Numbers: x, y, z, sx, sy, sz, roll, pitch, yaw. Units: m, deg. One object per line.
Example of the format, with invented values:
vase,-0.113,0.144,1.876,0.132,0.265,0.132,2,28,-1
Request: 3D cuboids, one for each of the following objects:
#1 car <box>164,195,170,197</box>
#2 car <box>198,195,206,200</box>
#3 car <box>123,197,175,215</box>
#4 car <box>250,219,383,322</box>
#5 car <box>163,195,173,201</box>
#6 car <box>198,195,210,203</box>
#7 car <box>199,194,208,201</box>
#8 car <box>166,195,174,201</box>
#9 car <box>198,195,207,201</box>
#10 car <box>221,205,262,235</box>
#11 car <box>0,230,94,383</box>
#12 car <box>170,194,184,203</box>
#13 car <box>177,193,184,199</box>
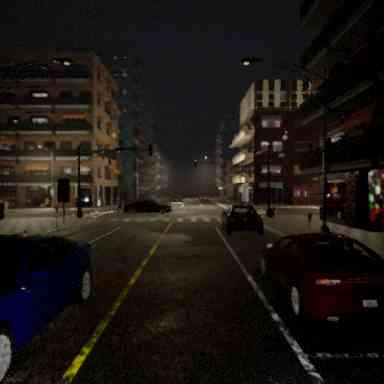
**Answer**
car,-5.671,1.477,73.426,1.752,1.417,4.829,-1,0,0
car,2.676,1.495,90.572,2.008,1.369,4.403,-1,0,0
car,-4.589,1.547,34.242,5.008,1.535,1.882,0,1,0
car,2.679,1.538,7.233,1.887,1.381,4.507,-1,0,0
car,-5.670,1.515,79.266,1.947,1.339,4.313,-1,0,0
car,2.675,1.394,67.888,1.967,1.590,4.097,-1,0,0
car,2.675,1.389,79.230,1.967,1.590,4.097,-1,0,0
car,-5.671,1.472,84.767,1.752,1.417,4.829,-1,0,0
car,2.676,1.513,84.901,1.947,1.339,4.313,-1,0,0
car,2.677,1.424,18.602,1.967,1.590,4.097,-1,0,0
car,-3.097,1.472,5.348,1.882,1.535,5.008,0,0,0
car,-3.002,1.478,70.862,2.128,1.511,4.902,0,0,0
car,-3.003,1.085,86.499,1.812,1.442,4.674,0,0,0
